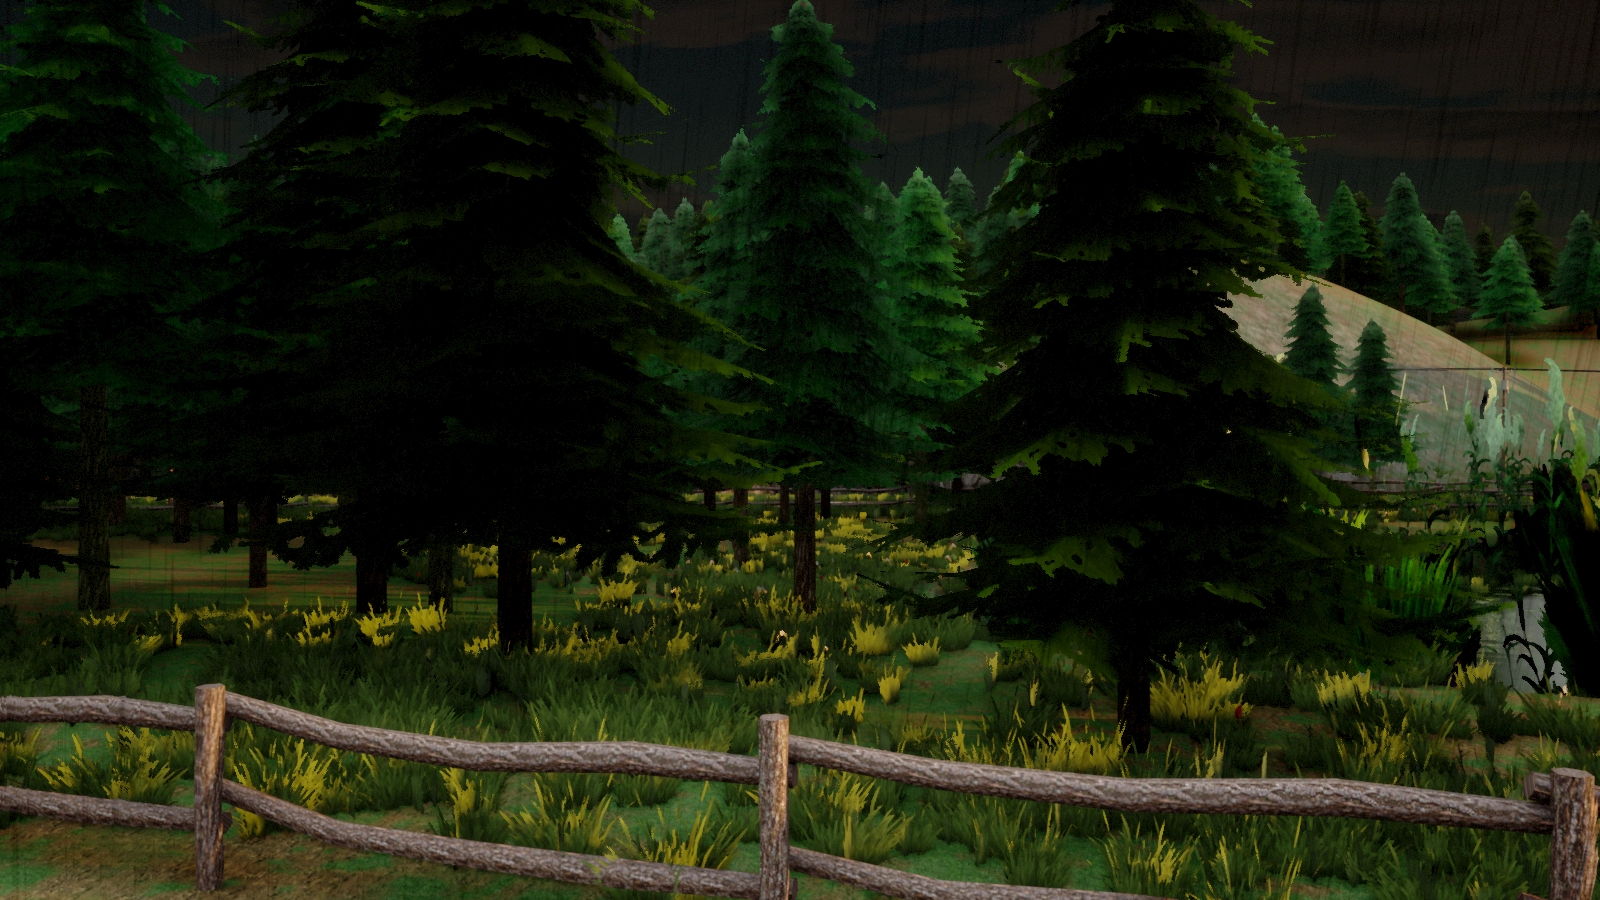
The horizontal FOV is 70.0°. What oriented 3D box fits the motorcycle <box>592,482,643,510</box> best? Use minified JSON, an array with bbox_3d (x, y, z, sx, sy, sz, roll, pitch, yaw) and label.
[{"bbox_3d":[-8.654,2.178,54.114,2.209,1.251,0.867,0,0,14],"label":"motorcycle"}]
